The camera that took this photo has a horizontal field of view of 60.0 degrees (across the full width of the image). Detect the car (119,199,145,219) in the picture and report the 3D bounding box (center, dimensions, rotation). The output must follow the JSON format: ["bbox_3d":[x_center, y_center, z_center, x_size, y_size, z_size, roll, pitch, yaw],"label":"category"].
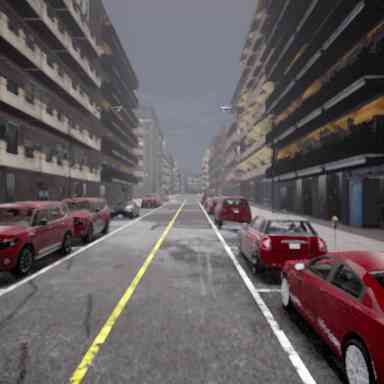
[{"bbox_3d":[-5.326,1.413,26.967,1.947,1.339,4.313,1,0,0],"label":"car"}]

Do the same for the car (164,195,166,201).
[{"bbox_3d":[-5.350,1.298,49.088,1.887,1.381,4.507,1,0,0],"label":"car"}]

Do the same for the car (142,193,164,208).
[{"bbox_3d":[-5.338,1.089,43.556,2.192,1.841,5.009,1,0,0],"label":"car"}]

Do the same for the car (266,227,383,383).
[{"bbox_3d":[2.579,1.515,4.791,1.887,1.381,4.507,1,0,0],"label":"car"}]

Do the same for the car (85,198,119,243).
[{"bbox_3d":[-5.308,1.221,15.903,2.192,1.841,5.009,1,0,0],"label":"car"}]

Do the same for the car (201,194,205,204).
[{"bbox_3d":[2.502,1.355,43.510,1.802,1.307,4.206,1,0,0],"label":"car"}]

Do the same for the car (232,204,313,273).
[{"bbox_3d":[2.583,1.377,10.322,1.967,1.590,4.097,1,0,0],"label":"car"}]

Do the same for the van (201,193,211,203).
[{"bbox_3d":[2.489,1.059,60.103,1.690,1.788,3.998,1,0,0],"label":"van"}]

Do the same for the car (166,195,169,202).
[{"bbox_3d":[-5.369,1.285,65.682,1.802,1.307,4.206,1,0,0],"label":"car"}]

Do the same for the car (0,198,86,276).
[{"bbox_3d":[-5.302,1.253,10.374,2.192,1.841,5.009,1,0,0],"label":"car"}]

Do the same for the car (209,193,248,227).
[{"bbox_3d":[2.532,1.190,21.383,2.192,1.841,5.009,1,0,0],"label":"car"}]

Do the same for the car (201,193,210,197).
[{"bbox_3d":[2.496,1.049,54.572,2.192,1.841,5.009,1,0,0],"label":"car"}]

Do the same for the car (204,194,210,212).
[{"bbox_3d":[2.517,1.261,32.447,1.967,1.590,4.097,1,0,0],"label":"car"}]
